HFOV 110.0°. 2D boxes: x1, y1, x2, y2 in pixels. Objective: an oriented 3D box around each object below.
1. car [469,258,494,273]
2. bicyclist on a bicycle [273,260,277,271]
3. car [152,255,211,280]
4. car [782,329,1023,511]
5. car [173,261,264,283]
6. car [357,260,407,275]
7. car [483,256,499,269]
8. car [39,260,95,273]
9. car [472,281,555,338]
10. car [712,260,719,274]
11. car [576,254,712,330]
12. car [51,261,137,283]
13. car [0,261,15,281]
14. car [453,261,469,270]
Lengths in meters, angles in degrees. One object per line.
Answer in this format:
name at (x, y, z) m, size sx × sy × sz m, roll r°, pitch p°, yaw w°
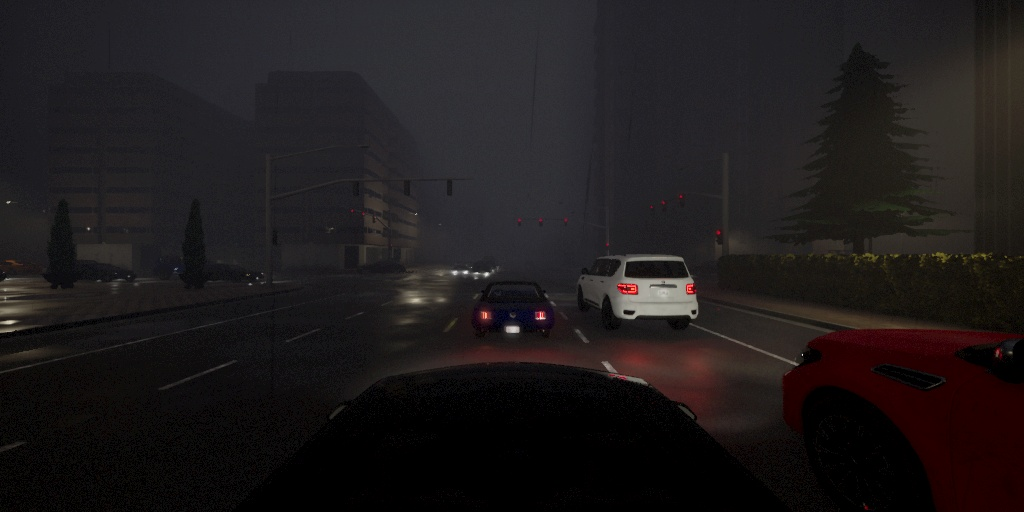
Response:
car at (-3.663, 1.314, 43.620) m, size 1.994 × 1.385 × 4.181 m, roll 0°, pitch 0°, yaw 0°
bicyclist on a bicycle at (-28.698, 1.051, 42.856) m, size 0.582 × 1.620 × 1.656 m, roll 0°, pitch 0°, yaw 0°
car at (-27.503, 0.972, 30.863) m, size 5.566 × 2.045 × 2.150 m, roll 0°, pitch 0°, yaw 0°
car at (3.601, 0.971, 0.960) m, size 2.150 × 2.045 × 5.566 m, roll 0°, pitch 0°, yaw 0°
car at (-22.007, 1.297, 27.292) m, size 5.357 × 1.411 × 2.033 m, roll 0°, pitch 0°, yaw 1°
car at (-13.894, 1.228, 38.486) m, size 5.008 × 1.535 × 1.882 m, roll 0°, pitch 1°, yaw -18°
car at (-3.673, 0.972, 57.018) m, size 2.150 × 2.045 × 5.566 m, roll 0°, pitch 0°, yaw 0°
car at (-36.972, 1.102, 30.947) m, size 4.553 × 1.767 × 2.097 m, roll 0°, pitch 0°, yaw 1°
car at (0.044, 1.351, 10.192) m, size 1.895 × 1.301 × 4.718 m, roll 0°, pitch 0°, yaw 0°
car at (20.821, 1.228, 37.652) m, size 5.008 × 1.535 × 1.882 m, roll 0°, pitch 0°, yaw 1°
car at (3.574, 0.971, 11.321) m, size 2.150 × 2.045 × 5.566 m, roll 0°, pitch 0°, yaw -2°
car at (-31.591, 1.276, 27.399) m, size 4.674 × 1.442 × 1.812 m, roll 0°, pitch 0°, yaw 1°
car at (-41.844, 1.276, 27.486) m, size 4.674 × 1.442 × 1.812 m, roll 0°, pitch 0°, yaw 1°
car at (-7.174, 1.351, 51.341) m, size 1.895 × 1.301 × 4.718 m, roll 0°, pitch 0°, yaw 0°
